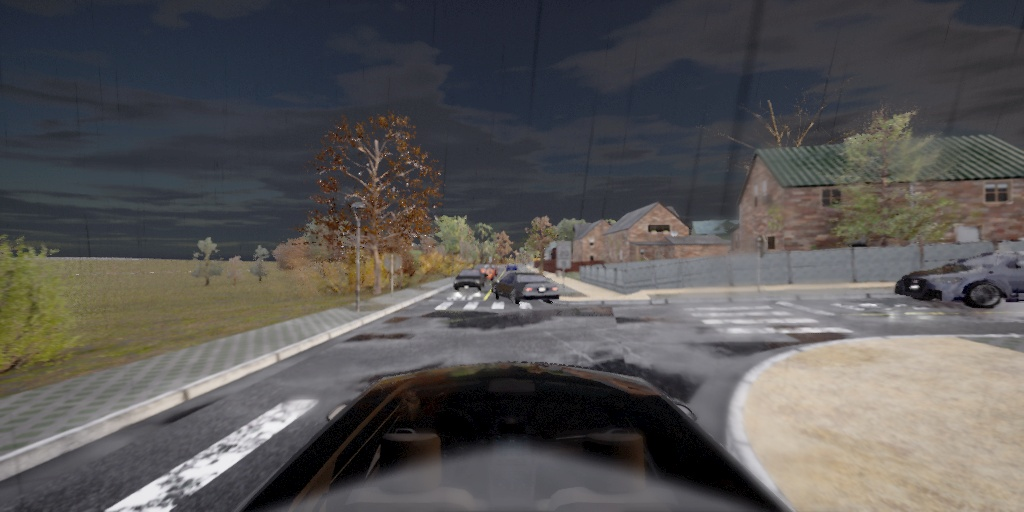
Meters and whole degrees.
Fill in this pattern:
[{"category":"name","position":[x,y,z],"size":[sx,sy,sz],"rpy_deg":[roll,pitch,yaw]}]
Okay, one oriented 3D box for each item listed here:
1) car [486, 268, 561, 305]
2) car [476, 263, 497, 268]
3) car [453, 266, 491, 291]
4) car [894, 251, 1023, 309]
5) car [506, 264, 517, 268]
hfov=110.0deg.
[{"category":"car","position":[0.507,1.498,17.423],"size":[2.033,1.411,5.357],"rpy_deg":[1,-1,-18]},{"category":"car","position":[-2.878,1.559,35.914],"size":[2.097,1.767,4.553],"rpy_deg":[0,-1,0]},{"category":"car","position":[-2.870,1.609,25.237],"size":[2.033,1.411,5.357],"rpy_deg":[0,-1,0]},{"category":"car","position":[13.256,0.581,9.596],"size":[4.181,1.385,1.994],"rpy_deg":[-3,-1,15]},{"category":"car","position":[-0.061,2.078,63.945],"size":[1.882,1.535,5.008],"rpy_deg":[0,-1,0]}]
